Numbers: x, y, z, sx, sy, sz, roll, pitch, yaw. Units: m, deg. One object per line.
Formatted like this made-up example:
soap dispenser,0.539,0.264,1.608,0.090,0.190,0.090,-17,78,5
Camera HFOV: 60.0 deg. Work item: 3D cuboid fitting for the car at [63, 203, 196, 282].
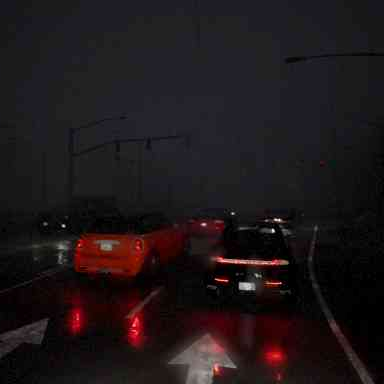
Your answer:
car,-1.530,1.354,10.126,2.097,1.767,4.553,0,0,15

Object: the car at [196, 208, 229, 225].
car,1.281,1.564,18.124,1.994,1.385,4.181,0,0,20

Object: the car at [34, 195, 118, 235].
car,-6.184,1.223,18.860,2.150,2.045,5.566,0,0,21

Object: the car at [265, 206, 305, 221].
car,4.636,1.505,17.249,1.837,1.490,4.892,0,0,21

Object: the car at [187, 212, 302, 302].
car,1.558,1.492,8.371,2.128,1.511,4.902,0,0,13
